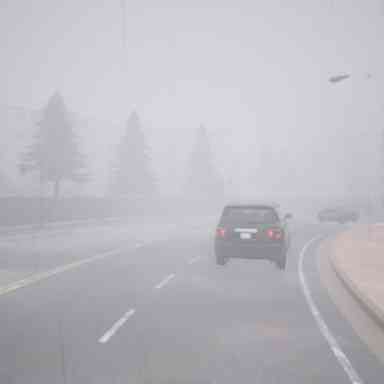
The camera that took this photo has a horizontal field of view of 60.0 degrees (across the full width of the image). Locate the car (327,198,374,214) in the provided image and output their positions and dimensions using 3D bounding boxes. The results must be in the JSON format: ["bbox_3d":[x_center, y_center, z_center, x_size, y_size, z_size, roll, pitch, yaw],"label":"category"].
[{"bbox_3d":[20.000,1.746,41.263,5.566,2.045,2.150,1,-1,-24],"label":"car"}]

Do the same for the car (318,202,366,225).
[{"bbox_3d":[12.062,1.832,27.267,2.128,1.511,4.902,-1,-1,45],"label":"car"}]

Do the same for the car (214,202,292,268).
[{"bbox_3d":[2.357,1.363,12.093,2.150,2.045,5.566,0,0,18],"label":"car"}]
